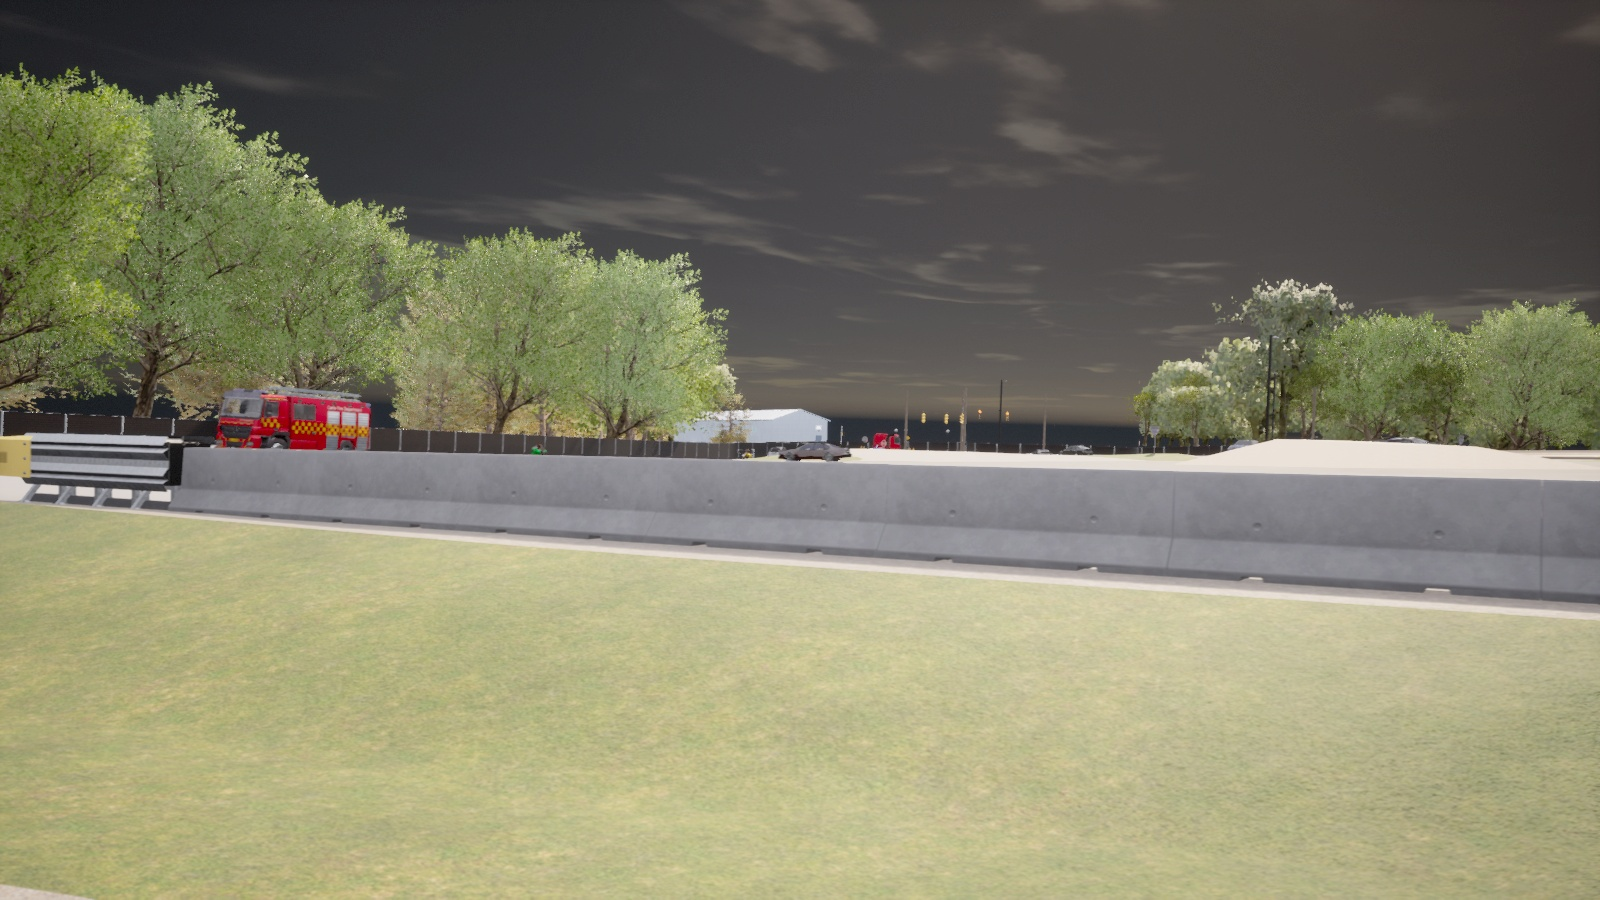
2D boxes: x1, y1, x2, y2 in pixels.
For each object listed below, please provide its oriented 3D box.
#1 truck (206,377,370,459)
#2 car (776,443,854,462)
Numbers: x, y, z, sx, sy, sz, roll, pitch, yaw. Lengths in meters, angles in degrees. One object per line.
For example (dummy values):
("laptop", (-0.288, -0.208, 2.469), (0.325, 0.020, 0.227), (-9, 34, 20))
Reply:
("truck", (-27.694, -1.644, 68.483), (2.891, 3.827, 8.468), (4, 0, 23))
("car", (1.109, 0.184, 92.246), (5.357, 1.411, 2.033), (0, 0, 20))
